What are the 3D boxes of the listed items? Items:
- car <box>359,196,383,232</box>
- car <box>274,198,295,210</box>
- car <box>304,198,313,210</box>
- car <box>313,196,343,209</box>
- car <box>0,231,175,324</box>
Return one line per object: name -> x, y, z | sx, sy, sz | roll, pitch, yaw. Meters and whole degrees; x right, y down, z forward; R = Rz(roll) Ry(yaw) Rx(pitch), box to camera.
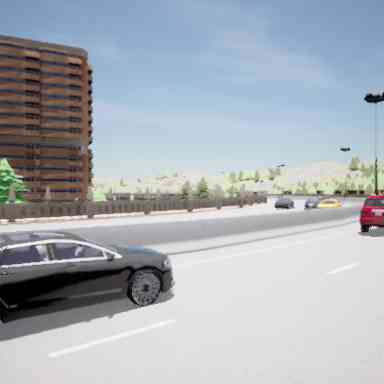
car -> 11.407, 1.226, 19.096 | 2.150, 2.045, 5.566 | 0, 0, 42
car -> 12.474, 1.536, 44.674 | 1.882, 1.535, 5.008 | 0, 0, 29
car -> 16.250, 1.537, 44.341 | 2.128, 1.511, 4.902 | 0, 0, 28
car -> 14.445, 1.506, 34.628 | 1.882, 1.535, 5.008 | 0, 0, 34
car -> -2.625, 1.516, 6.387 | 4.902, 1.511, 2.128 | 0, 0, -37
